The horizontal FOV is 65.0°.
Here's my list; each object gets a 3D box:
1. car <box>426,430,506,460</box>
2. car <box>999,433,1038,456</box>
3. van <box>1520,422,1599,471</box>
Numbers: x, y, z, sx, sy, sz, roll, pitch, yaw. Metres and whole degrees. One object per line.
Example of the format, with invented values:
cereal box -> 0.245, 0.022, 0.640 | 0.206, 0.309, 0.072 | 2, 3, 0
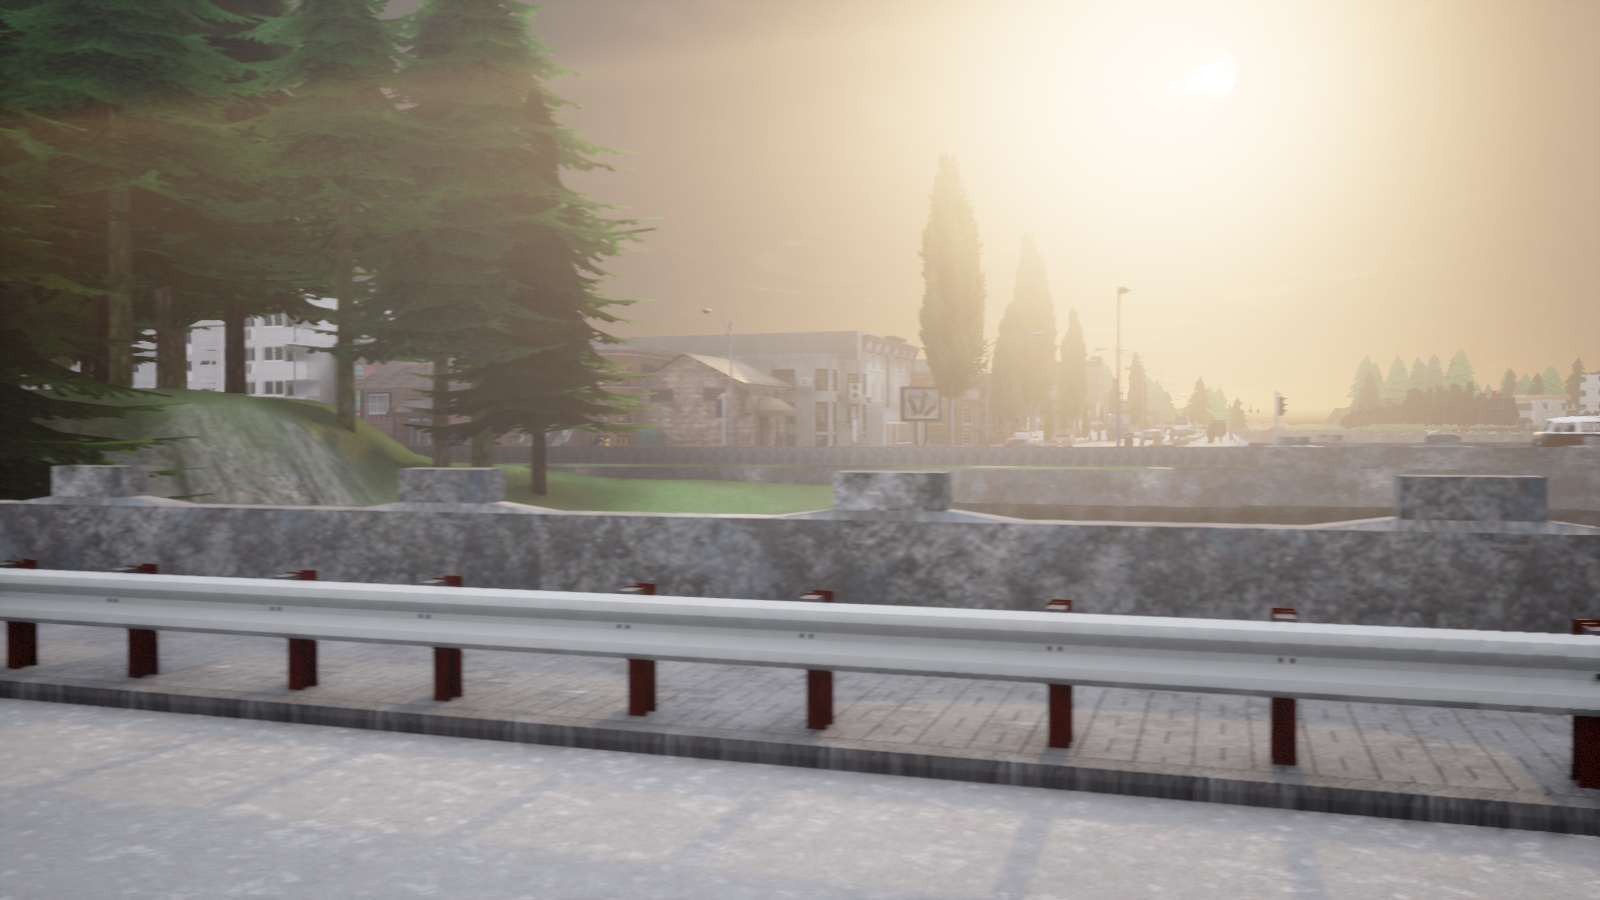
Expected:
car -> -17.570, -0.287, 66.127 | 3.633, 1.501, 1.845 | 1, 1, 19
car -> 14.225, -0.400, 81.488 | 1.812, 1.442, 4.674 | 1, 1, 19
van -> 33.261, -0.176, 53.198 | 4.480, 2.038, 2.069 | 1, 1, 19
